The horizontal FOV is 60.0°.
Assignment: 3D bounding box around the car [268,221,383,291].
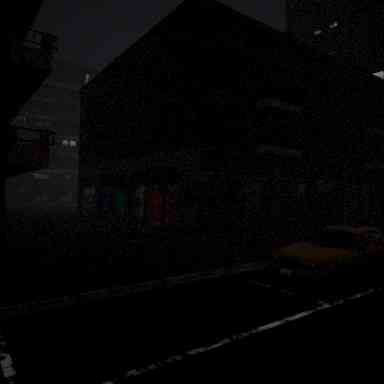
[{"bbox_3d":[4.116,1.517,9.010,4.829,1.417,1.752,0,2,-35],"label":"car"}]
